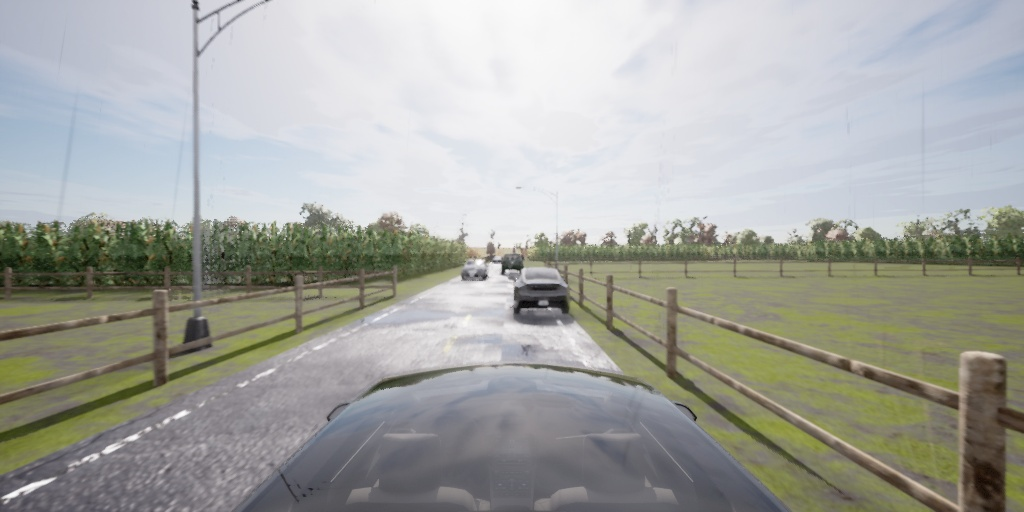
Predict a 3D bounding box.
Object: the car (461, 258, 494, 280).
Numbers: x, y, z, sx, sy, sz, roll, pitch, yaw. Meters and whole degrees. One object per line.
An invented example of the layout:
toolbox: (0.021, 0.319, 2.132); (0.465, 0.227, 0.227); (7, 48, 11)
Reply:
car: (-2.841, 1.040, 28.198); (2.128, 1.511, 4.902); (0, 0, 0)

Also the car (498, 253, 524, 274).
car: (0.047, 0.707, 36.382); (2.150, 2.045, 5.566); (0, 1, 1)

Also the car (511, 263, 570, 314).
car: (0.964, 1.168, 13.330); (1.837, 1.490, 4.892); (0, 0, 0)
